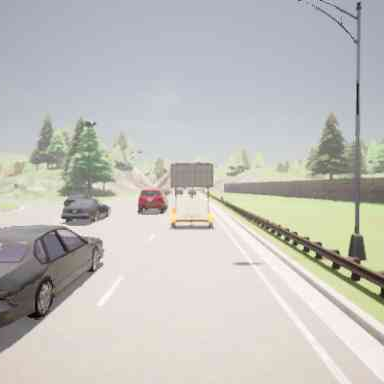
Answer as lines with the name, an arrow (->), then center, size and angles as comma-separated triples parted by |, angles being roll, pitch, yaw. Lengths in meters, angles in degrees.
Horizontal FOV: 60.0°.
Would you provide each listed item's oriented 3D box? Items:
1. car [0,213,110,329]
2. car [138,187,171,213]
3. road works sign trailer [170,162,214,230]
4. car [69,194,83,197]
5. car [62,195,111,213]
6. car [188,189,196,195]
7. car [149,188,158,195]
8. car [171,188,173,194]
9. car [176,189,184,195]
car -> -3.399, 1.429, 7.015 | 2.033, 1.411, 5.357 | 0, 1, 0
car -> -3.390, 0.733, 29.416 | 2.150, 2.045, 5.566 | 0, 1, 0
road works sign trailer -> 0.006, 0.155, 18.510 | 2.380, 3.560, 2.880 | 0, 1, 0
car -> -10.390, 0.988, 31.092 | 1.837, 1.490, 4.892 | 0, 1, 0
car -> -6.894, 1.179, 22.092 | 2.033, 1.411, 5.357 | 0, 1, 0
car -> 0.029, 0.049, 89.864 | 1.994, 1.385, 4.181 | 0, 1, 0
car -> -10.470, -0.172, 90.700 | 2.097, 1.767, 4.553 | 0, 1, 0
car -> -6.971, 0.028, 89.482 | 2.128, 1.511, 4.902 | 0, 1, 0
car -> -3.471, -0.015, 89.481 | 1.837, 1.490, 4.892 | 0, 1, 0
